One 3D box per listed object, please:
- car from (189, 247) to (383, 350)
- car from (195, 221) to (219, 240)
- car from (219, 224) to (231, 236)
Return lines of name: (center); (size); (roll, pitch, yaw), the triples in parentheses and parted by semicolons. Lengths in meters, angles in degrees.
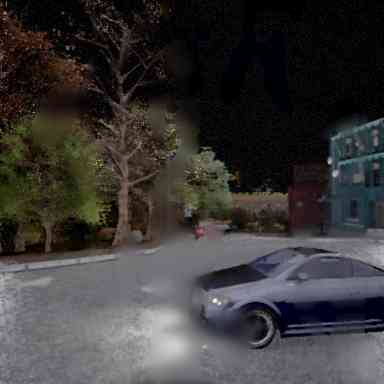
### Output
car: (2.045, 1.762, 6.205); (4.181, 1.385, 1.994); (0, -2, -9)
car: (1.553, 4.359, 37.908); (2.150, 2.045, 5.566); (-1, -7, 2)
car: (5.384, 6.785, 59.452); (2.150, 2.045, 5.566); (-1, -7, 19)
